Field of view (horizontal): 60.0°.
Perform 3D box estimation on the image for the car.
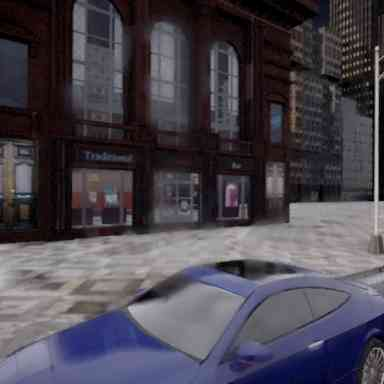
[{"bbox_3d":[0.388,1.541,3.534,4.674,1.442,1.812,0,0,-36],"label":"car"}]
